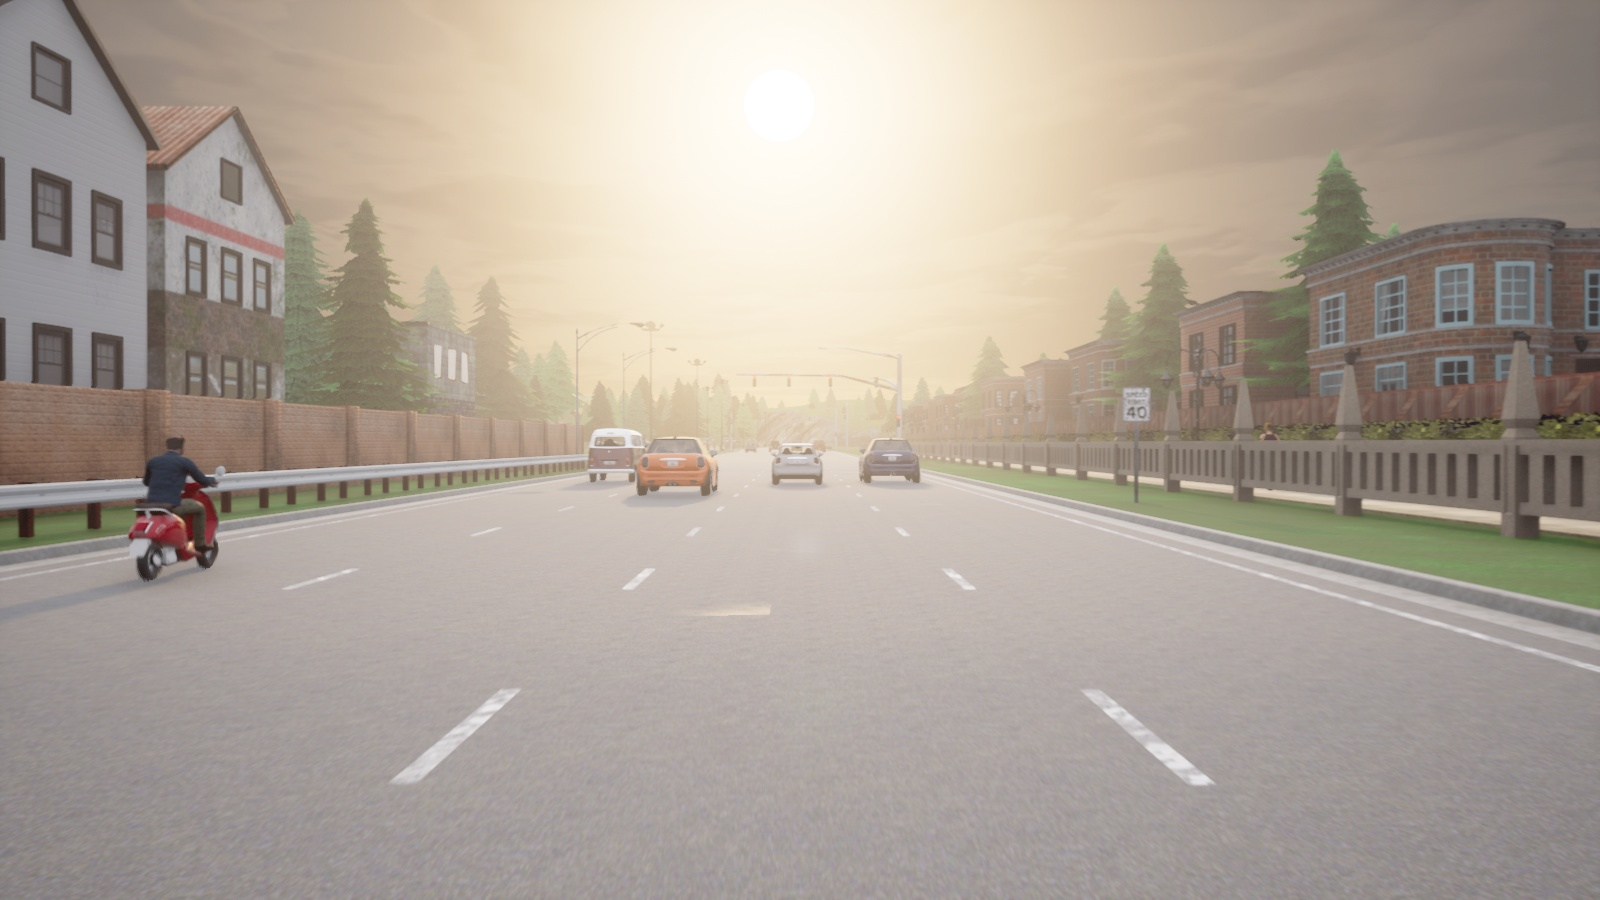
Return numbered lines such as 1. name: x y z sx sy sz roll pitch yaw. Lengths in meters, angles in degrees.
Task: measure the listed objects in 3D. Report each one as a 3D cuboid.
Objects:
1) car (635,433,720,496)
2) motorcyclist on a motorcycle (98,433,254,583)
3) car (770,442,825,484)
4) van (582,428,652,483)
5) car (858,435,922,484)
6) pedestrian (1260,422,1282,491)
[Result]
1. car: -3.562 0.391 37.425 2.097 1.767 4.553 0 0 0
2. motorcyclist on a motorcycle: -7.014 0.614 14.229 0.866 1.590 1.817 0 0 0
3. car: -0.082 0.448 46.756 1.970 1.475 3.806 0 0 0
4. van: -7.086 0.188 49.058 2.069 2.038 4.480 0 0 0
5. car: 3.415 0.334 48.397 2.097 1.767 4.553 0 0 0
6. pedestrian: 12.616 0.175 33.643 0.345 1.836 0.594 0 0 0
